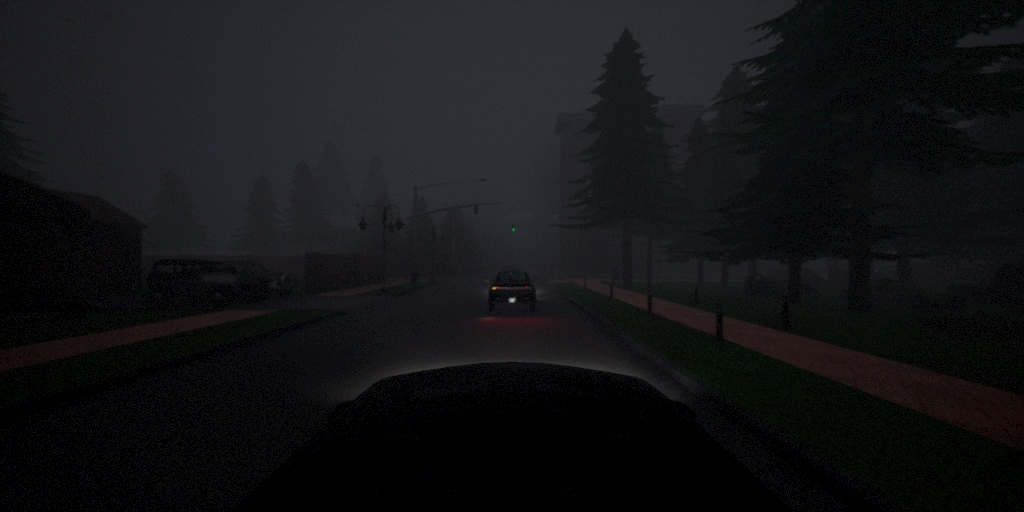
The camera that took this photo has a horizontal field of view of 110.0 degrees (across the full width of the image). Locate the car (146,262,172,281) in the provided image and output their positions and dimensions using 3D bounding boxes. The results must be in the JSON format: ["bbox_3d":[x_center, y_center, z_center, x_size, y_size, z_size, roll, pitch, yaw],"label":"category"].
[{"bbox_3d":[-40.563,1.701,39.124,4.674,1.442,1.812,0,-1,2],"label":"car"}]

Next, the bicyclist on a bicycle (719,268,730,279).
[{"bbox_3d":[20.126,1.418,33.975,0.582,1.620,1.656,0,-1,1],"label":"bicyclist on a bicycle"}]

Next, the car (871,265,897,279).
[{"bbox_3d":[39.404,1.681,37.445,4.674,1.442,1.812,0,-1,1],"label":"car"}]

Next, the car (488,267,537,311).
[{"bbox_3d":[0.024,1.391,15.241,2.128,1.511,4.902,0,0,0],"label":"car"}]
